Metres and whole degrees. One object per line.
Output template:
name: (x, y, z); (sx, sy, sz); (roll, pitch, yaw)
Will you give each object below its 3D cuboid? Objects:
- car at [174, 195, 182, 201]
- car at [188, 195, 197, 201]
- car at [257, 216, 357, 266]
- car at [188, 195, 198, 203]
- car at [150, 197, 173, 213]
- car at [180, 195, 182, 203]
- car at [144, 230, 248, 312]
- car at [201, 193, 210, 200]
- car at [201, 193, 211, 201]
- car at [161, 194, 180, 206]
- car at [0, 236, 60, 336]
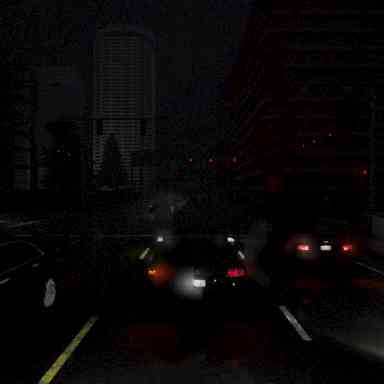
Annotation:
car: (-3.370, 1.516, 82.756); (1.812, 1.442, 4.674); (0, 0, 0)
car: (0.128, 1.534, 81.459); (2.033, 1.411, 5.357); (0, 0, 0)
car: (3.607, 1.547, 11.437); (2.033, 1.411, 5.357); (0, 0, 0)
car: (0.138, 1.502, 71.113); (1.837, 1.490, 4.892); (0, 0, 0)
car: (-3.545, 1.581, 36.826); (1.895, 1.301, 4.718); (0, 0, 0)
car: (-3.391, 1.352, 69.433); (2.097, 1.767, 4.553); (0, 0, 0)
car: (0.081, 1.564, 7.820); (1.994, 1.385, 4.181); (0, 0, 0)
car: (3.642, 1.207, 90.481); (2.150, 2.045, 5.566); (0, 0, 0)
car: (3.627, 1.493, 80.597); (1.837, 1.490, 4.892); (0, 0, 0)
car: (-3.508, 1.489, 53.398); (2.128, 1.511, 4.902); (0, 0, 0)
car: (-3.593, 1.505, 4.899); (1.837, 1.490, 4.892); (0, 0, 0)
